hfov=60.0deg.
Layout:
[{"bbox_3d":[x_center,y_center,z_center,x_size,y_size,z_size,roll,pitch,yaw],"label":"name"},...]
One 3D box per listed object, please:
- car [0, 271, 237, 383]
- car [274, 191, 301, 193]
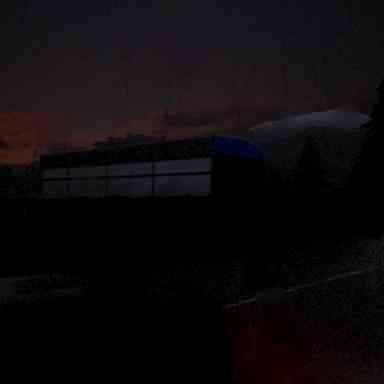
[{"bbox_3d":[-1.676,1.526,2.806,4.674,1.442,1.812,0,0,-36],"label":"car"},{"bbox_3d":[12.345,0.815,40.833,2.150,2.045,5.566,0,0,-37],"label":"car"}]
